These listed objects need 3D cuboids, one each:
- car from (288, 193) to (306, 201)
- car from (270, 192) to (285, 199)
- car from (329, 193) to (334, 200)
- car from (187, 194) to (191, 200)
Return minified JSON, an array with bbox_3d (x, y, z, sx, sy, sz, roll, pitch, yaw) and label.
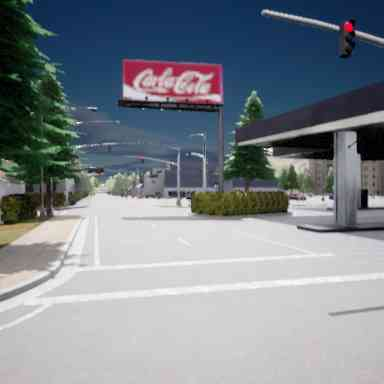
[{"bbox_3d":[21.766,1.078,69.013,2.007,1.523,4.514,0,0,-17],"label":"car"},{"bbox_3d":[22.683,0.818,88.568,1.932,1.855,4.605,0,0,-17],"label":"car"},{"bbox_3d":[31.367,1.053,71.784,1.845,1.501,3.633,0,0,-17],"label":"car"},{"bbox_3d":[0.135,1.151,73.845,2.007,1.523,4.514,0,0,-17],"label":"car"}]
